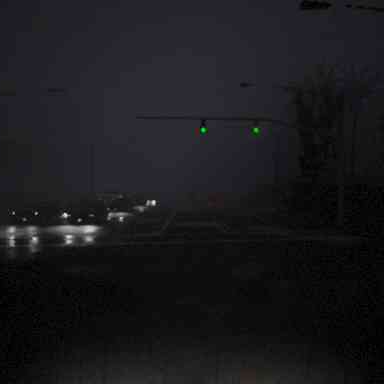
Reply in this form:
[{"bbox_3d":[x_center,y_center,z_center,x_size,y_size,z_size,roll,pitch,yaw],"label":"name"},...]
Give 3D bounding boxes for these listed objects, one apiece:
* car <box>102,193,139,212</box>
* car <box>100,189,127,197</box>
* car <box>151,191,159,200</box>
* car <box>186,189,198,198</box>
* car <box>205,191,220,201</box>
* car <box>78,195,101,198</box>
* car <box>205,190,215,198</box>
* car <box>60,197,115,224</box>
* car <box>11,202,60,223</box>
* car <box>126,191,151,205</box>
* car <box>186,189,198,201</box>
[{"bbox_3d":[-7.083,1.175,33.520,2.033,1.411,5.357,0,1,1],"label":"car"},{"bbox_3d":[-10.527,0.650,43.420,2.150,2.045,5.566,0,1,0],"label":"car"},{"bbox_3d":[-6.998,0.562,59.063,2.128,1.511,4.902,0,1,0],"label":"car"},{"bbox_3d":[0.002,0.264,65.277,2.097,1.767,4.553,0,1,0],"label":"car"},{"bbox_3d":[3.502,0.761,55.182,1.895,1.301,4.718,0,1,0],"label":"car"},{"bbox_3d":[-10.585,1.213,32.060,1.994,1.385,4.181,0,1,0],"label":"car"},{"bbox_3d":[3.502,0.440,65.311,1.812,1.442,4.674,0,1,0],"label":"car"},{"bbox_3d":[-7.129,1.332,23.448,2.033,1.411,5.357,0,1,-2],"label":"car"},{"bbox_3d":[-10.600,1.389,23.258,1.895,1.301,4.718,0,1,0],"label":"car"},{"bbox_3d":[-7.029,0.897,43.868,1.882,1.535,5.008,0,1,0],"label":"car"},{"bbox_3d":[0.003,0.715,54.785,2.033,1.411,5.357,0,1,0],"label":"car"}]
